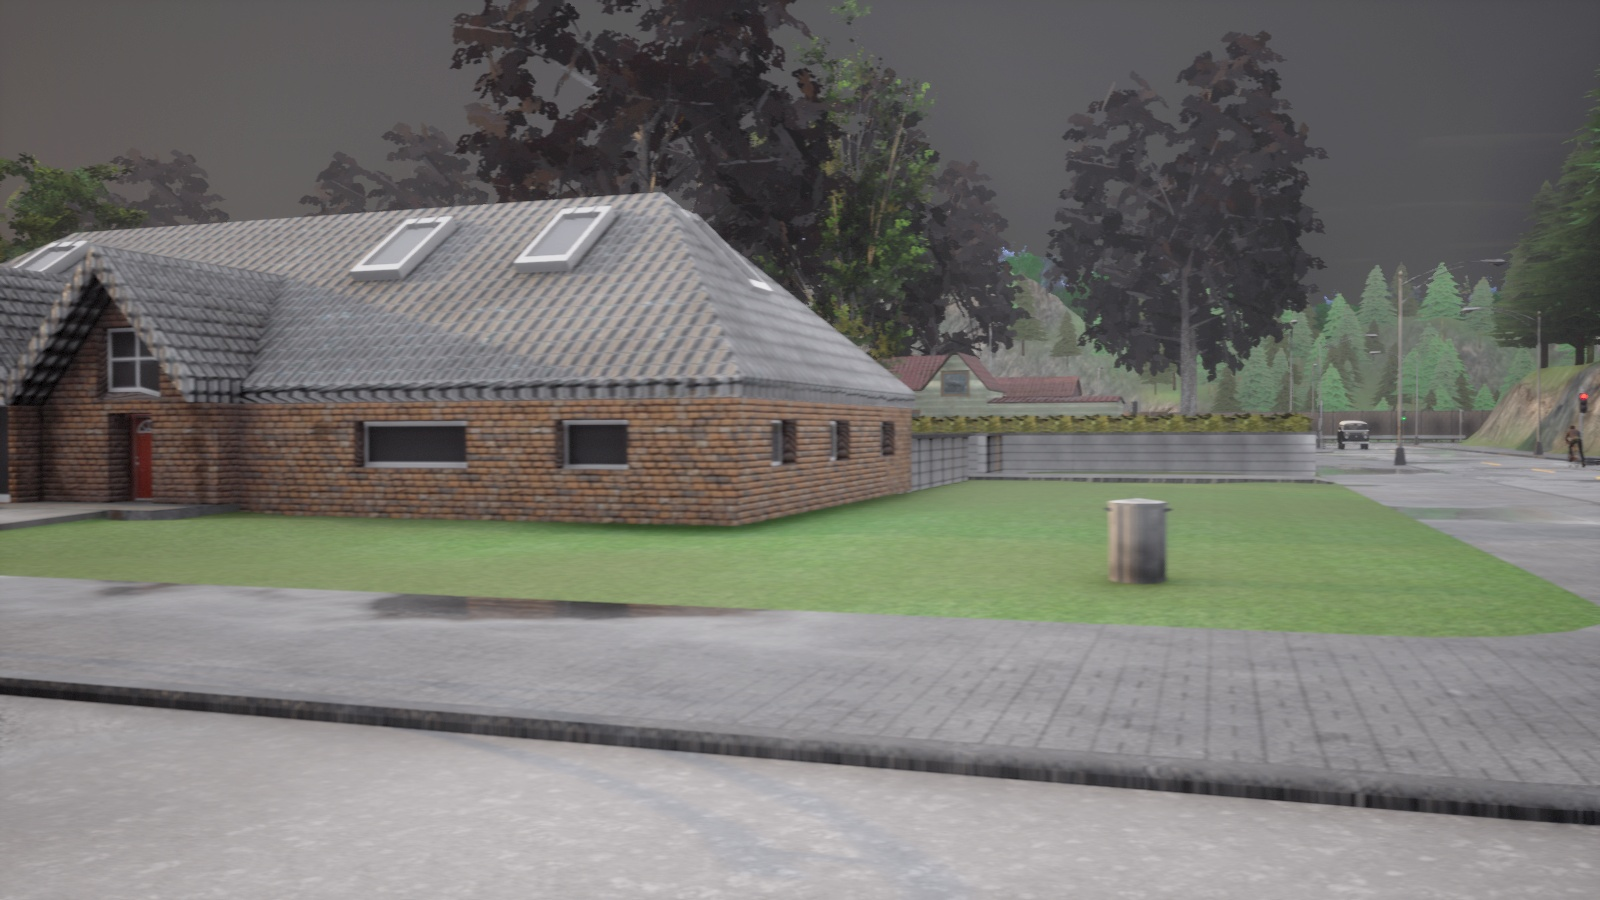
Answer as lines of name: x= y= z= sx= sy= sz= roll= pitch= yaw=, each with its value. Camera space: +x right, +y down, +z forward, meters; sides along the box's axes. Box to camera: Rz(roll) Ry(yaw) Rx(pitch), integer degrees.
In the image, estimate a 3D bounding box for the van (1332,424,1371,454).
van: x=38.983 y=-0.772 z=88.849 sx=2.069 sy=2.038 sz=4.480 roll=1 pitch=1 yaw=18
